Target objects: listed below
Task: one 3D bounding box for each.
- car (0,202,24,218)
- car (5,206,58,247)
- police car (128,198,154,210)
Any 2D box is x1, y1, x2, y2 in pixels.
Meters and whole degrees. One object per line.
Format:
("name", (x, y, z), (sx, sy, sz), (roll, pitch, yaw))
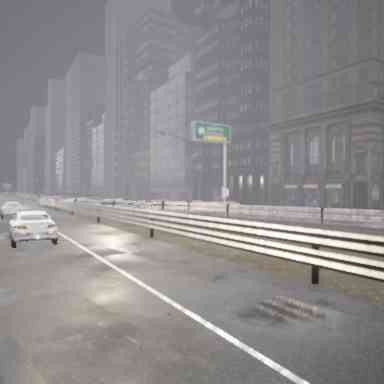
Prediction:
("car", (-16.873, 1.640, 31.286), (1.812, 1.442, 4.674), (0, 0, -31))
("car", (-7.421, 1.579, 15.402), (1.812, 1.442, 4.674), (0, 0, -31))
("police car", (-7.657, 1.764, 50.019), (5.238, 1.638, 1.930), (0, 0, 41))
